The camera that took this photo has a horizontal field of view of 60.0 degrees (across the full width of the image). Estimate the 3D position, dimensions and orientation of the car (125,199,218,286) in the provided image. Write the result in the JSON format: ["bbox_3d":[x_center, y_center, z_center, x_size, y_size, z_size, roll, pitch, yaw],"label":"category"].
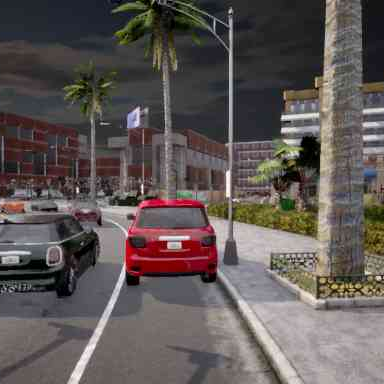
[{"bbox_3d":[-0.718,1.220,9.685,2.150,2.045,5.566,0,0,-7],"label":"car"}]

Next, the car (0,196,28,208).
[{"bbox_3d":[-19.804,1.336,35.924,2.097,1.767,4.553,0,0,-43],"label":"car"}]

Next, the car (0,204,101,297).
[{"bbox_3d":[-3.779,1.349,8.629,2.097,1.767,4.553,0,0,-7],"label":"car"}]

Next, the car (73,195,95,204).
[{"bbox_3d":[-7.793,1.346,23.853,2.097,1.767,4.553,0,0,-22],"label":"car"}]

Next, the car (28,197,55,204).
[{"bbox_3d":[-17.010,1.551,38.053,1.994,1.385,4.181,0,0,-43],"label":"car"}]
